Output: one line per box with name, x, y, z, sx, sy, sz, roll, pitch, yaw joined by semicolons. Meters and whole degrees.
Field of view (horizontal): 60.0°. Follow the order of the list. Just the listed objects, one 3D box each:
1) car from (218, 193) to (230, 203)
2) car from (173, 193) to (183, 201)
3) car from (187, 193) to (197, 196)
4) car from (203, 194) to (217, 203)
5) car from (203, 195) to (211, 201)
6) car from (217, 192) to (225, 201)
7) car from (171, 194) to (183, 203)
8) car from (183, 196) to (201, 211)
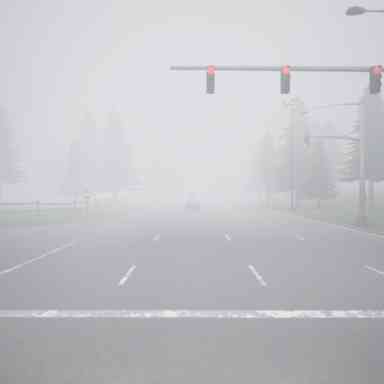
car;7.079;1.494;70.770;1.812;1.442;4.674;0;0;0
car;-3.410;1.162;80.755;2.097;1.767;4.553;0;0;0
car;0.079;1.523;70.778;1.994;1.385;4.181;0;0;0
car;3.578;1.495;70.357;2.128;1.511;4.902;0;0;0
car;3.590;1.402;80.807;1.895;1.301;4.718;0;0;0
car;7.090;1.032;80.803;2.150;2.045;5.566;0;0;0
car;-3.422;1.509;70.365;2.033;1.411;5.357;0;0;0
car;0.044;1.513;39.748;1.812;1.442;4.674;0;0;0
